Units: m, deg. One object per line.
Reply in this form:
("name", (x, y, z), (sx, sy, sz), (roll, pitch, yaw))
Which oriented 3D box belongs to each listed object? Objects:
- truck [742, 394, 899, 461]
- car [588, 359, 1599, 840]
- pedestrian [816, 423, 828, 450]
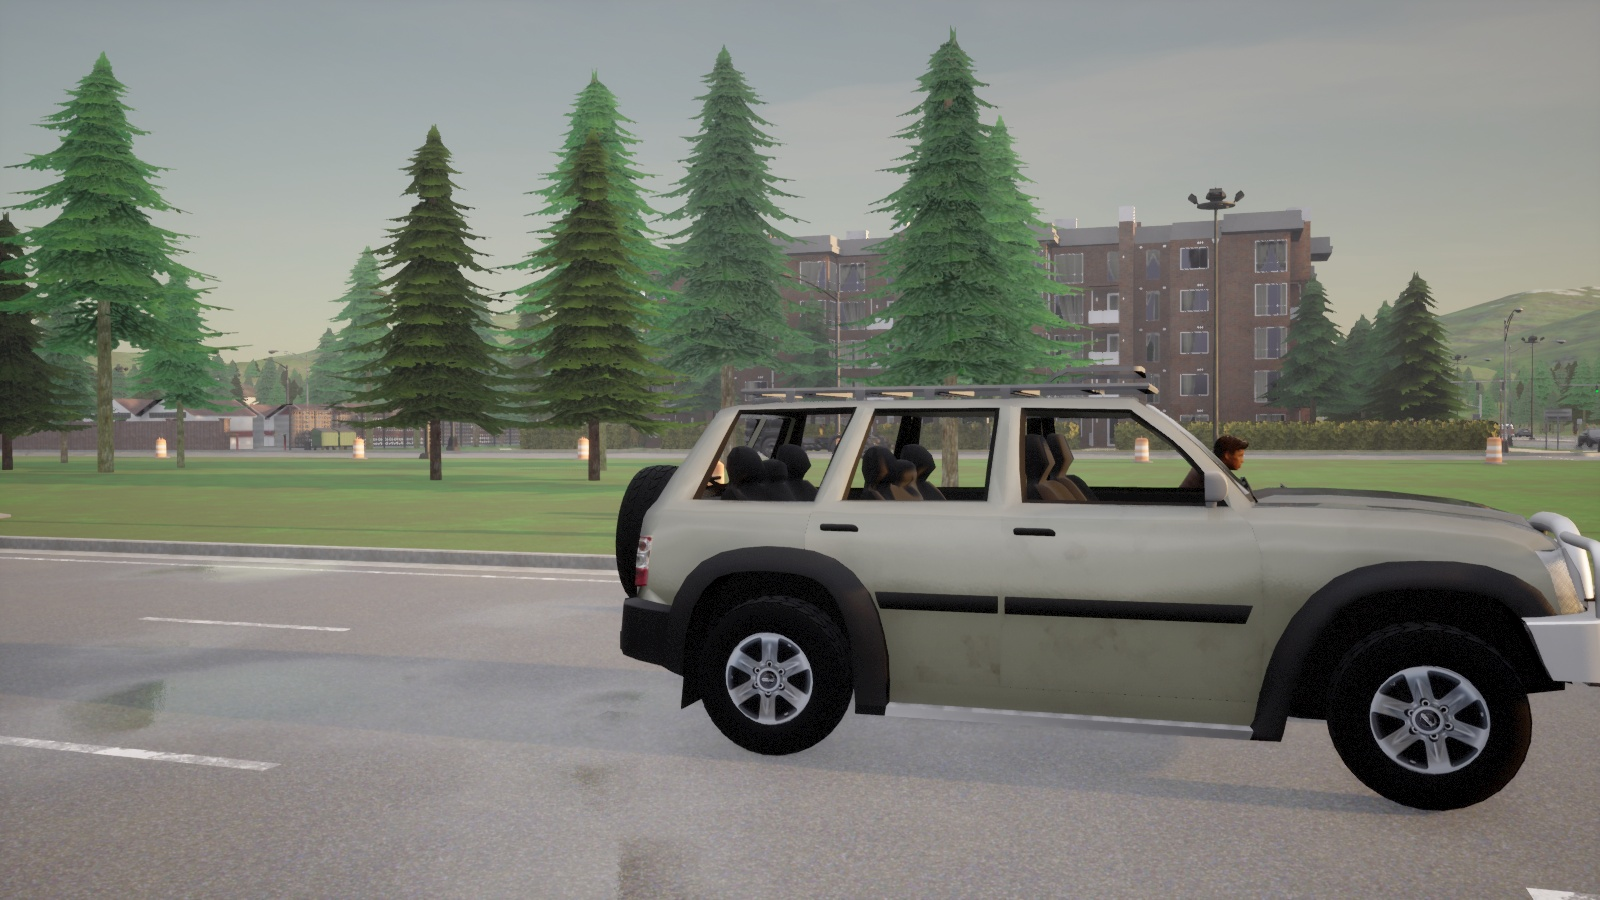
("truck", (1.093, -1.235, 67.672), (7.936, 3.462, 2.891), (1, 1, 19))
("car", (1.444, 0.546, 6.396), (4.605, 1.855, 1.932), (1, 1, 18))
("pedestrian", (1.493, -0.926, 86.638), (0.726, 1.835, 0.370), (1, 1, 20))
